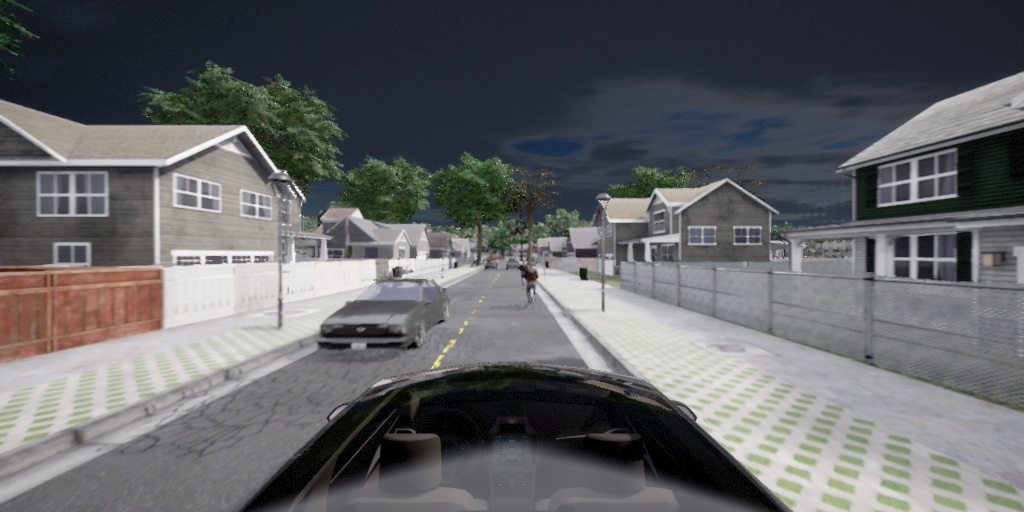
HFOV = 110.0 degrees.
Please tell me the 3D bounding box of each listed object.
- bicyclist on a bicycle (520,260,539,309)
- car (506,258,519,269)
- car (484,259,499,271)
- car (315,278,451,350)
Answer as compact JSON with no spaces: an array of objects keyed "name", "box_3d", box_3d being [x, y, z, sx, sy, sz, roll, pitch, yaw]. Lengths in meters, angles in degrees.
[{"name":"bicyclist on a bicycle","box_3d":[0.753,1.115,14.012,0.659,1.776,1.843,0,0,0]},{"name":"car","box_3d":[0.075,1.225,54.799,2.128,1.511,4.902,0,0,0]},{"name":"car","box_3d":[-2.846,1.237,49.645,1.837,1.490,4.892,0,1,0]},{"name":"car","box_3d":[-2.849,1.294,9.339,2.033,1.411,5.357,0,0,0]}]
